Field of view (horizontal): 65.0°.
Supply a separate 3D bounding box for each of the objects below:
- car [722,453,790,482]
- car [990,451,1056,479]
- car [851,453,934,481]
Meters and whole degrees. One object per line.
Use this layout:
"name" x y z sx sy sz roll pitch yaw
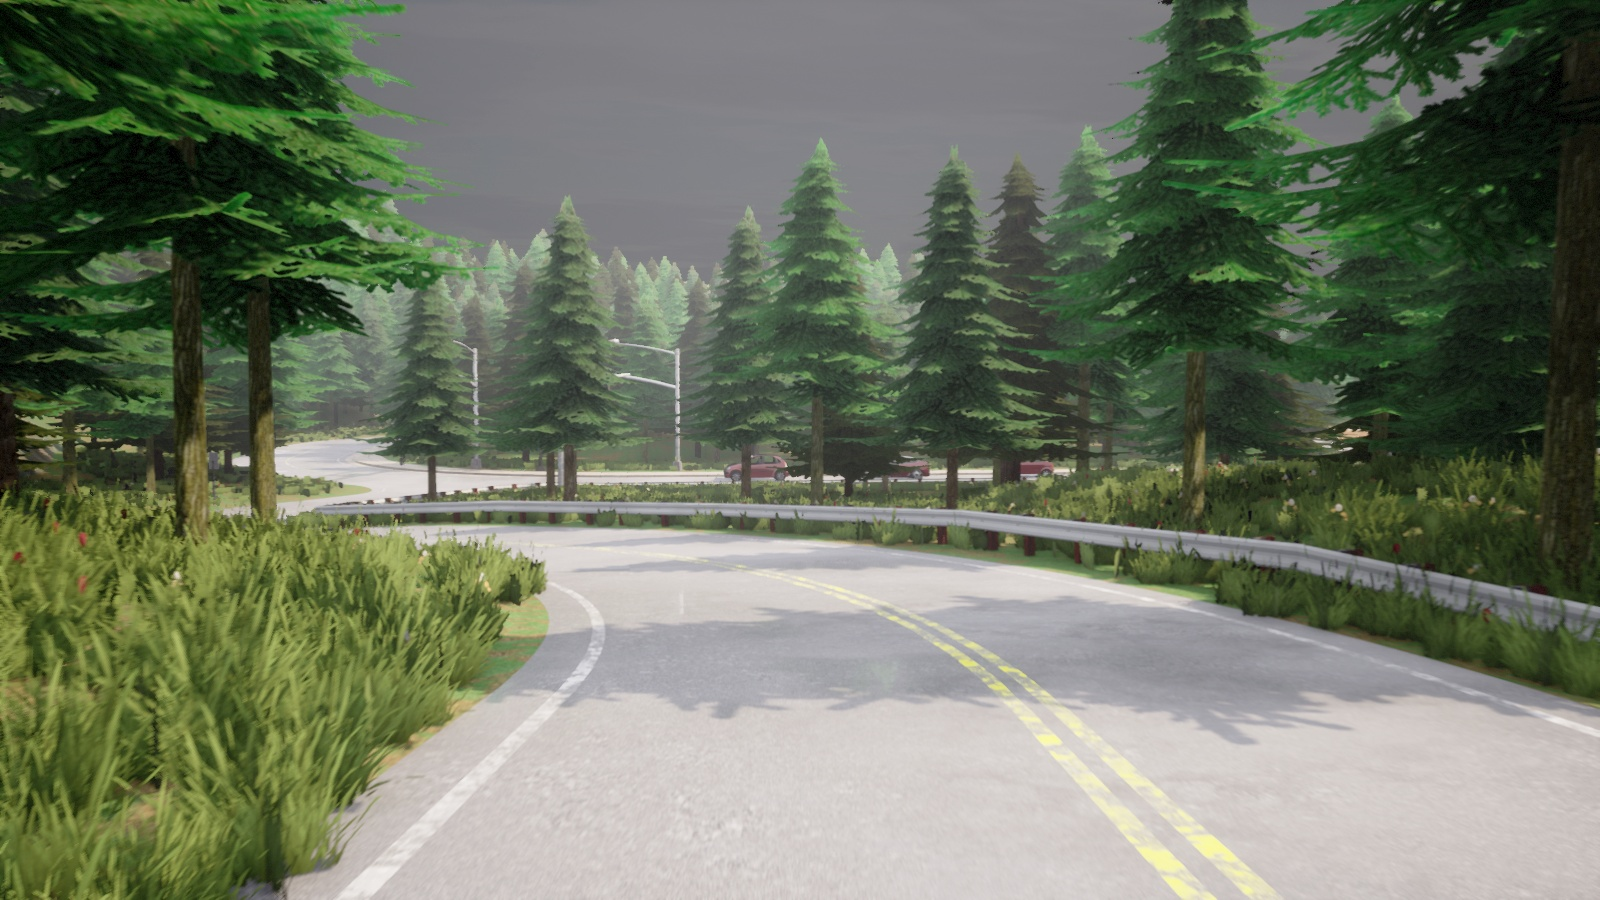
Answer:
"car" -2.696 1.049 76.925 3.988 1.617 1.851 -1 4 -7
"car" 14.052 0.918 79.124 3.705 1.549 1.789 -1 4 -8
"car" 5.705 1.047 77.987 4.792 1.488 2.163 -1 4 -7
